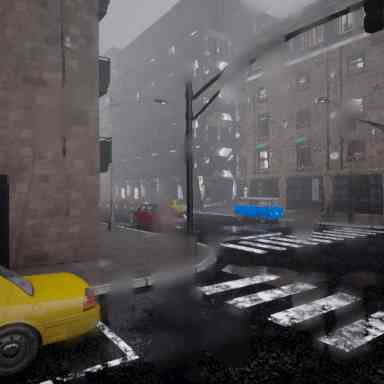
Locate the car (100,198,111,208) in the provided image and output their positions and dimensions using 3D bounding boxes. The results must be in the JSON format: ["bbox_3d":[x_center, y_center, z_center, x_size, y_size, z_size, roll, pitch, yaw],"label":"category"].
[{"bbox_3d":[-11.755,1.463,47.795,1.887,1.381,4.507,-1,0,-36],"label":"car"}]

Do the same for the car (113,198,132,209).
[{"bbox_3d":[-8.429,1.463,43.213,1.887,1.381,4.507,-1,0,-36],"label":"car"}]

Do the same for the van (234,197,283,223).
[{"bbox_3d":[4.875,1.280,24.887,1.690,1.788,3.998,0,0,-36],"label":"van"}]

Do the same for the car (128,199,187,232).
[{"bbox_3d":[-1.917,1.441,19.979,1.967,1.590,4.097,0,0,-36],"label":"car"}]

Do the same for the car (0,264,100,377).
[{"bbox_3d":[-3.624,1.526,3.980,4.829,1.417,1.752,0,0,-36],"label":"car"}]
